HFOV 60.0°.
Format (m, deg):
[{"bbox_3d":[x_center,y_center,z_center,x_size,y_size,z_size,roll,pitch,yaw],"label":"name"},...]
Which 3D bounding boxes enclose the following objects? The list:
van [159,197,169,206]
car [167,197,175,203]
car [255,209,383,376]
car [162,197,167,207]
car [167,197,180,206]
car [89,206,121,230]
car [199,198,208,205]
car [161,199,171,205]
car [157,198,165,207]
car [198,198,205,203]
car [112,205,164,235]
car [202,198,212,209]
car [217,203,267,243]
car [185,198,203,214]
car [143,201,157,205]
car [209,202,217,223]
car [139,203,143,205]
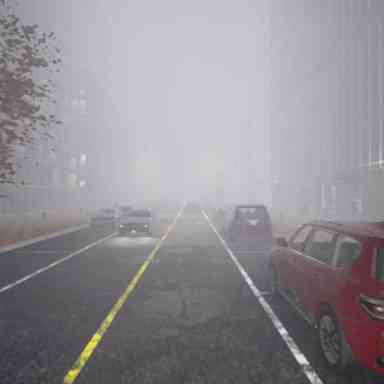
[{"bbox_3d":[-5.689,1.978,68.234,1.690,1.788,3.998,0,-1,0],"label":"van"},{"bbox_3d":[-5.689,2.275,91.000,1.967,1.590,4.097,0,0,0],"label":"car"},{"bbox_3d":[2.694,1.372,5.610,2.192,1.841,5.009,0,-1,0],"label":"car"},{"bbox_3d":[-5.689,2.131,62.539,1.887,1.381,4.507,0,-1,0],"label":"car"},{"bbox_3d":[-3.003,1.834,61.403,2.033,1.411,5.357,0,-1,0],"label":"car"},{"bbox_3d":[-5.688,1.772,22.695,2.008,1.369,4.403,0,-1,0],"label":"car"},{"bbox_3d":[2.692,2.177,79.602,1.967,1.590,4.097,0,0,0],"label":"car"},{"bbox_3d":[-5.690,2.269,73.923,1.802,1.307,4.206,0,-1,0],"label":"car"},{"bbox_3d":[-5.689,2.035,51.155,2.008,1.369,4.403,0,-1,0],"label":"car"},{"bbox_3d":[2.690,2.417,90.985,1.802,1.307,4.206,0,0,0],"label":"car"},{"bbox_3d":[-3.102,1.746,20.308,2.033,1.411,5.357,0,-1,0],"label":"car"},{"bbox_3d":[2.691,2.102,56.835,1.947,1.339,4.313,0,-1,0],"label":"car"},{"bbox_3d":[2.694,1.482,16.994,2.192,1.841,5.009,0,-1,0],"label":"car"},{"bbox_3d":[0.100,1.875,41.596,1.882,1.535,5.008,0,-1,0],"label":"car"},{"bbox_3d":[-5.689,1.963,39.770,1.802,1.307,4.206,0,-1,0],"label":"car"},{"bbox_3d":[2.692,1.802,28.545,1.752,1.417,4.829,0,-1,0],"label":"car"},{"bbox_3d":[-5.689,1.841,28.387,1.947,1.339,4.313,0,-1,0],"label":"car"}]
